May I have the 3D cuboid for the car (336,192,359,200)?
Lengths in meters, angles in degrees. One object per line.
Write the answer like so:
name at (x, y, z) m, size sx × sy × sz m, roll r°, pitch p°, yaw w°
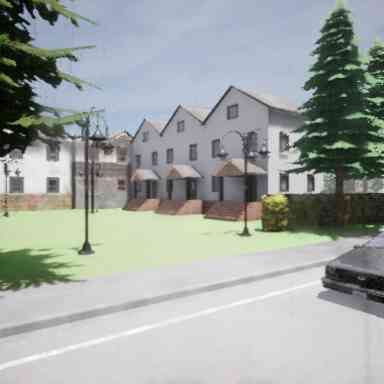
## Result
car at (36.269, 0.931, 77.611) m, size 1.932 × 1.855 × 4.605 m, roll 0°, pitch 0°, yaw -36°

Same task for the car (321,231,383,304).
car at (5.313, 1.529, 7.755) m, size 5.357 × 1.411 × 2.033 m, roll 0°, pitch 0°, yaw -35°
